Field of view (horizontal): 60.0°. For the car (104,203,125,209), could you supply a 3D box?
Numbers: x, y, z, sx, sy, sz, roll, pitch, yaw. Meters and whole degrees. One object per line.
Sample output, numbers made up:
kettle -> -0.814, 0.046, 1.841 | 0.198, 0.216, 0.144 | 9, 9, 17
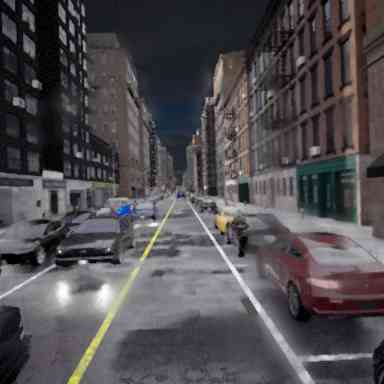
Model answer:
car -> -6.076, 1.678, 22.823 | 1.802, 1.307, 4.206 | -2, 0, -2

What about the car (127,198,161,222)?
car -> -3.633, 1.525, 26.276 | 1.812, 1.442, 4.674 | -2, 0, -1

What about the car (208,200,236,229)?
car -> 2.113, 1.374, 17.838 | 1.752, 1.417, 4.829 | -2, 0, -2

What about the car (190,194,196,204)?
car -> 1.222, 1.302, 44.717 | 2.008, 1.369, 4.403 | -2, 0, -2

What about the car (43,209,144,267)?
car -> -3.188, 1.597, 12.075 | 2.033, 1.411, 5.357 | -2, 0, -2

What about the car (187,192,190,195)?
car -> 0.319, 1.171, 71.936 | 1.752, 1.417, 4.829 | -2, 0, -2

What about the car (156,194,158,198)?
car -> -7.148, 1.504, 55.110 | 1.752, 1.417, 4.829 | -2, 0, -2

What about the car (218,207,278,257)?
car -> 2.299, 1.434, 12.259 | 1.947, 1.339, 4.313 | -2, 0, -2

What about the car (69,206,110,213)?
car -> -5.897, 1.681, 17.413 | 1.947, 1.339, 4.313 | -2, 0, -2

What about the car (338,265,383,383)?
car -> 2.658, 1.471, 1.440 | 1.947, 1.339, 4.313 | -2, 0, -2

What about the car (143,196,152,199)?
car -> -6.790, 1.543, 44.291 | 1.752, 1.417, 4.829 | -2, 0, -2

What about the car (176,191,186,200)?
car -> -2.648, 0.760, 81.391 | 2.150, 2.045, 5.566 | -2, 0, -2

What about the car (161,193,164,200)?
car -> -7.691, 1.463, 71.510 | 2.008, 1.369, 4.403 | -2, 0, -2

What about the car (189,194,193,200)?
car -> 0.864, 1.277, 55.536 | 1.947, 1.339, 4.313 | -2, 0, -2

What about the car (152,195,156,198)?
car -> -6.973, 1.563, 49.871 | 1.947, 1.339, 4.313 | -2, 0, -2

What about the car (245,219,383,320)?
car -> 2.479, 1.469, 6.850 | 1.802, 1.307, 4.206 | -2, 0, -2

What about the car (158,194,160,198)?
car -> -7.332, 1.539, 60.691 | 1.802, 1.307, 4.206 | -2, 0, -2

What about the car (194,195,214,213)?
car -> 1.581, 1.342, 33.898 | 2.008, 1.369, 4.403 | -2, 0, -2

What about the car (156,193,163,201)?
car -> -7.512, 1.486, 66.100 | 2.008, 1.369, 4.403 | -2, 0, -2

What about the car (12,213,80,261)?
car -> -5.718, 1.700, 12.003 | 1.947, 1.339, 4.313 | -2, 0, -2

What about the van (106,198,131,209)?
van -> -6.263, 1.418, 28.231 | 1.690, 1.788, 3.998 | -2, 0, -2

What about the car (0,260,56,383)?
car -> -2.812, 1.633, 1.488 | 2.033, 1.411, 5.357 | -2, 0, 2

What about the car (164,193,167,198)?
car -> -8.058, 1.181, 82.328 | 2.192, 1.841, 5.009 | -2, 0, -2

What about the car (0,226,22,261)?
car -> -5.539, 1.704, 6.594 | 2.008, 1.369, 4.403 | -2, 0, -2

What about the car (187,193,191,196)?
car -> 0.685, 1.257, 60.946 | 1.947, 1.339, 4.313 | -2, 0, -2
